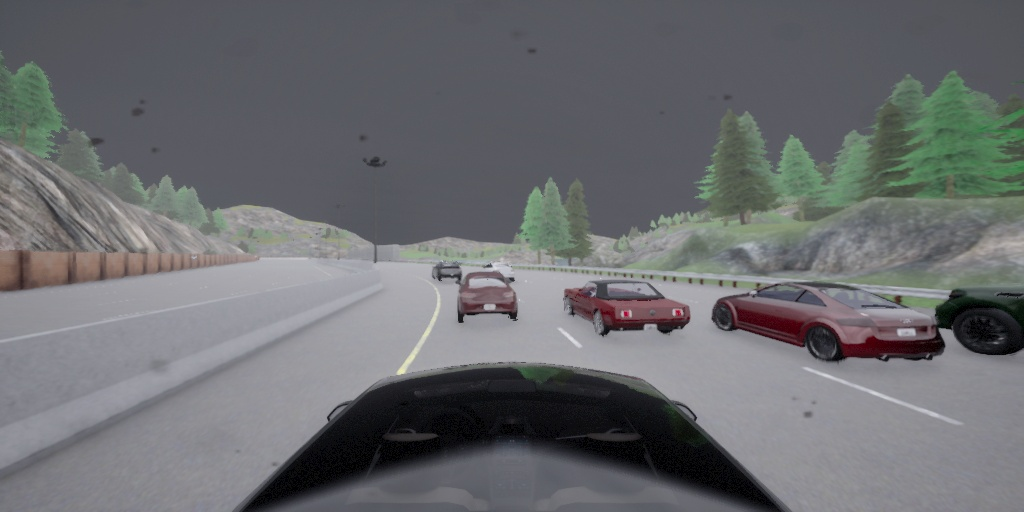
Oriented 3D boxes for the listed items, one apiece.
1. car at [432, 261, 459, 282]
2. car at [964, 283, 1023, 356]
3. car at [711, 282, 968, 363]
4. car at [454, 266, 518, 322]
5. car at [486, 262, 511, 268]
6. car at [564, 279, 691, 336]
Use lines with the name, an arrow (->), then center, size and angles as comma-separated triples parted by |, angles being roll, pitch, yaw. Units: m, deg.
car -> -5.284, 1.181, 28.799 | 2.128, 1.511, 4.902 | 0, 0, -20
car -> 10.278, 0.905, 5.273 | 2.150, 2.045, 5.566 | 0, 0, -2
car -> 6.523, 1.259, 8.079 | 1.994, 1.385, 4.181 | 0, 0, -5
car -> -0.938, 1.246, 12.211 | 1.812, 1.442, 4.674 | 0, 0, -8
car -> -1.180, 1.196, 27.797 | 1.812, 1.442, 4.674 | 0, 0, -19
car -> 2.876, 1.308, 10.244 | 1.895, 1.301, 4.718 | 0, 0, -6
